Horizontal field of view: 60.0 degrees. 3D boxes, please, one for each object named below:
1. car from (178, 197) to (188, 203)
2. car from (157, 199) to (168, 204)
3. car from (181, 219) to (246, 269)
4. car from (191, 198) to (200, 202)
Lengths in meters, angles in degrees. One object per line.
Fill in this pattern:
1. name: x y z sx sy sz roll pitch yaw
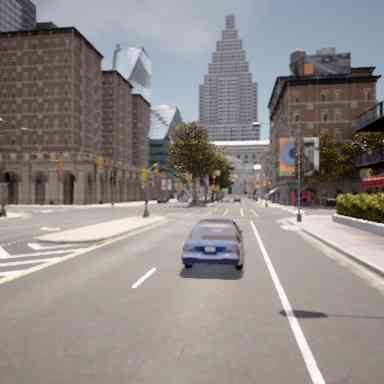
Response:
1. car: -2.505 2.122 93.364 2.097 1.767 4.553 0 0 8
2. car: -7.370 2.270 82.403 1.895 1.301 4.718 0 0 8
3. car: 0.864 1.645 11.642 2.033 1.411 5.357 0 0 8
4. car: 0.950 2.358 92.803 1.895 1.301 4.718 0 0 8
